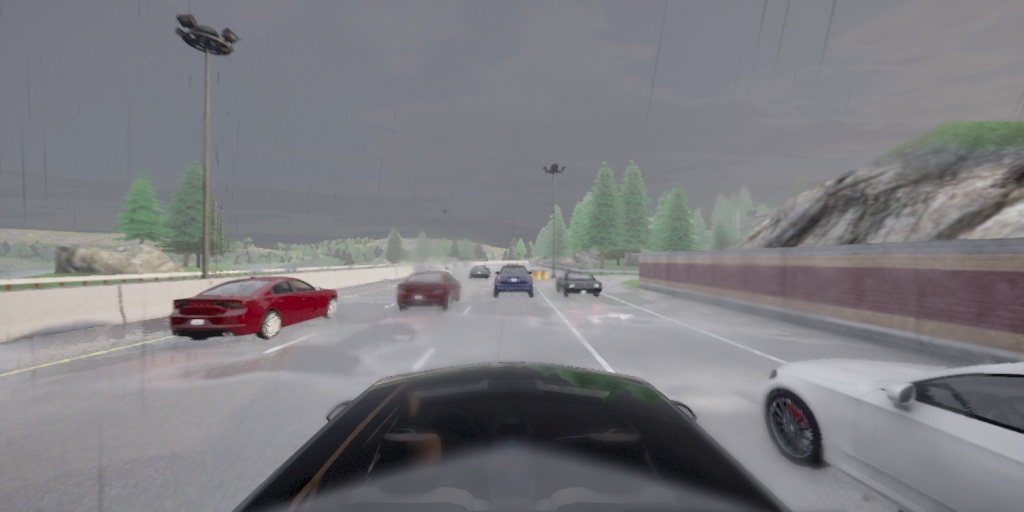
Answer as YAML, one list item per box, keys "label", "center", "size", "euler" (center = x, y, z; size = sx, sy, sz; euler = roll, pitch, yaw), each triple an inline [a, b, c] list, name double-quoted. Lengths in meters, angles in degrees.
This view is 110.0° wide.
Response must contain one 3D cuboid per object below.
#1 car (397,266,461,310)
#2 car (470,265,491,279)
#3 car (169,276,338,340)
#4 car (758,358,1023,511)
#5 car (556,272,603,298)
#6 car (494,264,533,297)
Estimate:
- label: "car"
  center: [-3.401, 1.373, 15.491]
  size: [1.882, 1.535, 5.008]
  euler: [0, 0, 0]
- label: "car"
  center: [-3.405, 1.711, 39.189]
  size: [1.994, 1.385, 4.181]
  euler: [0, -1, 0]
- label: "car"
  center: [-6.902, 1.319, 10.347]
  size: [1.882, 1.535, 5.008]
  euler: [0, 0, 0]
- label: "car"
  center: [3.599, 1.278, 1.950]
  size: [1.812, 1.442, 4.674]
  euler: [0, -1, 0]
- label: "car"
  center: [3.597, 1.547, 20.141]
  size: [1.895, 1.301, 4.718]
  euler: [0, -1, 0]
- label: "car"
  center: [0.097, 1.304, 20.862]
  size: [2.097, 1.767, 4.553]
  euler: [0, -1, 0]
